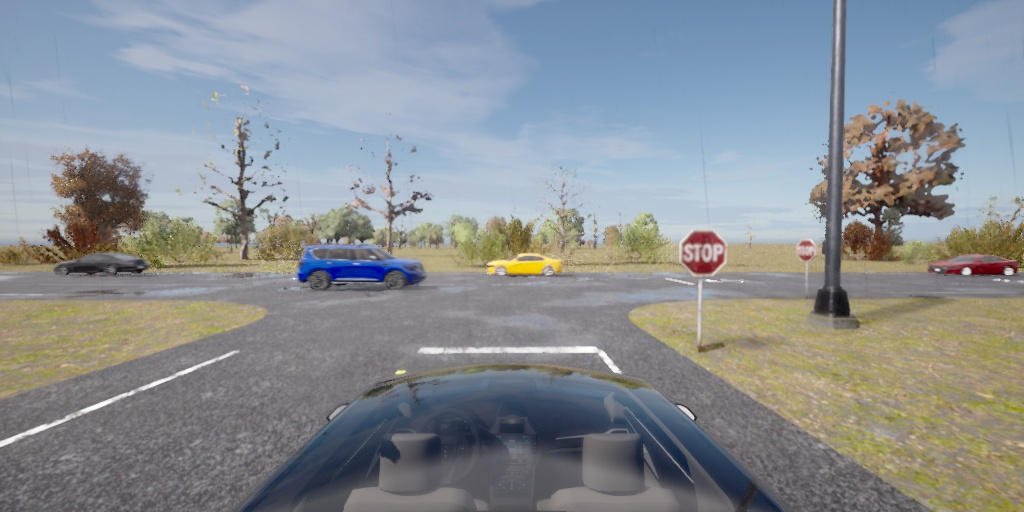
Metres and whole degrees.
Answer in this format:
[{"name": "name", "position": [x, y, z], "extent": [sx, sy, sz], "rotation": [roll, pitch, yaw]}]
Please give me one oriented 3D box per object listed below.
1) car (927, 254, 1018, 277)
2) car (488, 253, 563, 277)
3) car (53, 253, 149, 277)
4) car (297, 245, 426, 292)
[{"name": "car", "position": [32.397, 0.663, 25.290], "extent": [5.008, 1.535, 1.882], "rotation": [-1, 2, -2]}, {"name": "car", "position": [0.883, 0.592, 24.019], "extent": [5.008, 1.535, 1.882], "rotation": [0, 2, -2]}, {"name": "car", "position": [-26.155, 0.548, 22.955], "extent": [4.674, 1.442, 1.812], "rotation": [0, 2, -2]}, {"name": "car", "position": [-6.923, 0.521, 16.731], "extent": [5.566, 2.045, 2.150], "rotation": [0, 2, -2]}]
